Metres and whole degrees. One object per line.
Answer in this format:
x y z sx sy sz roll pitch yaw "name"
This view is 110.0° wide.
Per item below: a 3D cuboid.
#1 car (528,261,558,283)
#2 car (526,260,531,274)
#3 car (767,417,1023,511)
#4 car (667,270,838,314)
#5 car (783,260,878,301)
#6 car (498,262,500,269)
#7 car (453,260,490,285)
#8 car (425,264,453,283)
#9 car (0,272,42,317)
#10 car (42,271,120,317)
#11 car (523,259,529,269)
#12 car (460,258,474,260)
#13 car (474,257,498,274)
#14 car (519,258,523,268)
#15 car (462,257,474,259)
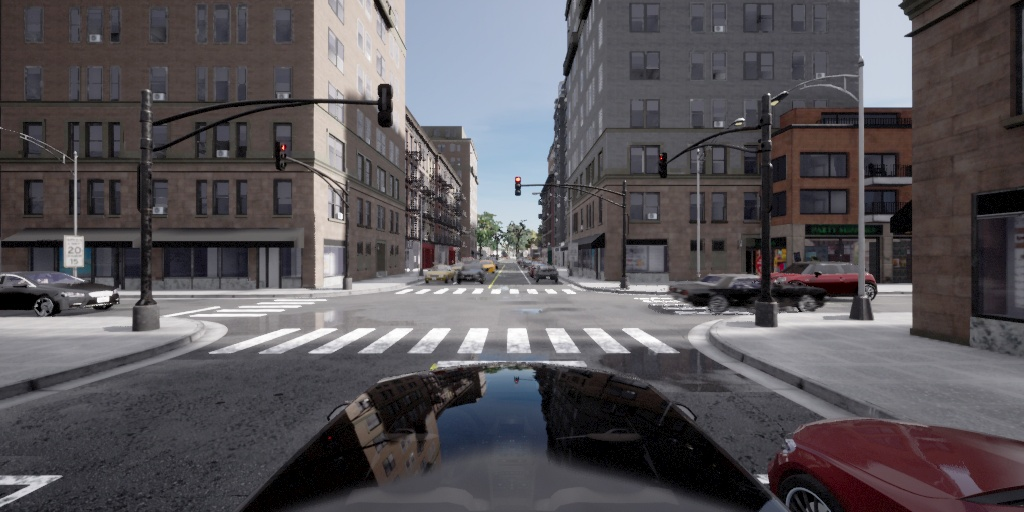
2.572 1.302 27.786 2.007 1.370 4.403 0 0 0 "car"
2.559 1.297 33.267 1.888 1.381 4.507 0 0 0 "car"
2.640 1.332 0.778 1.802 1.307 4.207 0 0 0 "car"
8.281 1.303 12.803 4.718 1.301 1.895 0 0 2 "car"
13.223 1.036 15.965 4.553 1.767 2.097 0 0 0 "car"
-2.946 1.260 54.071 1.837 1.490 4.892 0 0 0 "car"
-2.913 1.256 26.531 1.837 1.490 4.892 0 0 0 "car"
-5.480 1.277 27.596 1.751 1.417 4.829 0 0 0 "car"
-5.398 1.065 0.758 2.192 1.841 5.009 0 0 0 "car"
-17.098 1.310 12.900 4.902 1.511 2.128 0 0 1 "car"
2.545 1.303 38.749 2.007 1.370 4.403 0 0 0 "car"
-5.504 1.278 38.559 1.751 1.417 4.829 0 0 0 "car"
-2.941 1.231 40.937 1.882 1.535 5.008 0 0 0 "car"
2.504 1.306 55.195 2.007 1.370 4.403 0 0 0 "car"
-5.516 1.068 44.211 2.192 1.841 5.009 0 0 0 "car"
